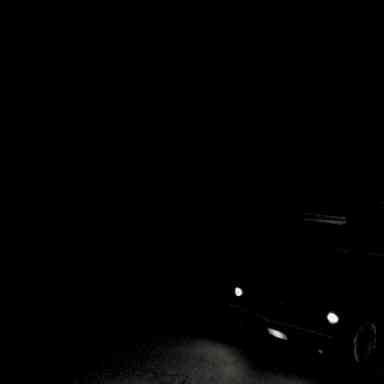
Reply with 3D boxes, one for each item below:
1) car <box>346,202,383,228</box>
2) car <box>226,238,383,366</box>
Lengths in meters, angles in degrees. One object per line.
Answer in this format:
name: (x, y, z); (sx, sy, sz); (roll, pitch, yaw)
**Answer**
car: (10.330, 1.315, 17.773); (1.837, 1.490, 4.892); (3, 1, -9)
car: (2.754, 1.600, 6.012); (4.718, 1.301, 1.895); (0, 0, -43)
